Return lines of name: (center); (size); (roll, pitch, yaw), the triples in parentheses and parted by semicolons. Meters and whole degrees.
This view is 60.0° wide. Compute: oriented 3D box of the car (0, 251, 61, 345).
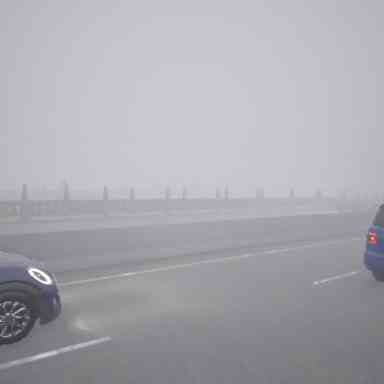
car: (-4.405, 1.352, 4.865); (4.553, 1.767, 2.097); (0, 0, -36)

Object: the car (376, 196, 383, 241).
car: (11.425, 1.216, 16.182); (5.566, 2.045, 2.150); (0, 0, -35)

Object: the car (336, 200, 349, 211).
car: (18.556, 1.580, 38.663); (4.181, 1.385, 1.994); (0, 0, -35)

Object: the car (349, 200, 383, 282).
car: (6.590, 1.216, 8.440); (5.566, 2.045, 2.150); (0, 0, -35)

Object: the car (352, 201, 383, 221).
car: (16.062, 1.551, 28.301); (5.357, 1.411, 2.033); (0, 0, -35)
